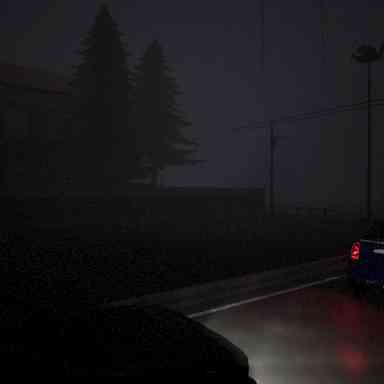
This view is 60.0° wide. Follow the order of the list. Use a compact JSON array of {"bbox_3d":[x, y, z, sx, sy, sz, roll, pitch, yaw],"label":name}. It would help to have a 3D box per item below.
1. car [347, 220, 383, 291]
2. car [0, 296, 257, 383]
[{"bbox_3d":[5.706,1.352,7.825,4.553,1.767,2.097,0,0,-35],"label":"car"},{"bbox_3d":[-1.993,1.547,2.305,5.357,1.411,2.033,0,0,-36],"label":"car"}]
